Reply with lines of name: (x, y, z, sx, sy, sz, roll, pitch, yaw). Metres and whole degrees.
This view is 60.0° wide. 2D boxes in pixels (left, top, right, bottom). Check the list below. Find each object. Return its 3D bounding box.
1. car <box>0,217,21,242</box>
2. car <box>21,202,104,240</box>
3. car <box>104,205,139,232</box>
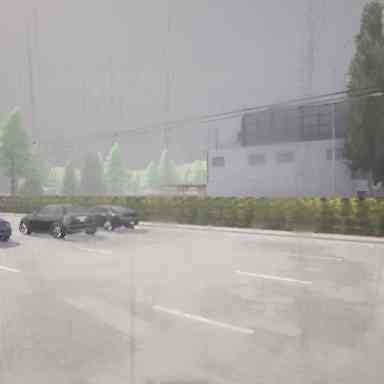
car: (-10.252, 1.603, 15.605, 4.674, 1.442, 1.812, 0, 0, 36)
car: (-7.173, 1.424, 17.706, 4.553, 1.767, 2.097, 0, 0, 36)
car: (-5.448, 1.578, 20.775, 4.892, 1.490, 1.837, 0, 0, 36)
